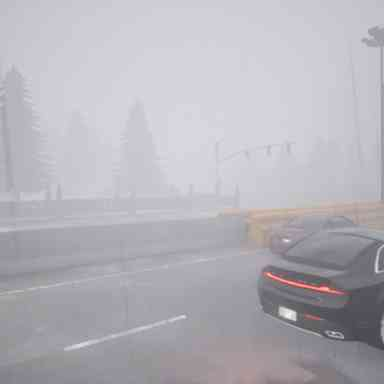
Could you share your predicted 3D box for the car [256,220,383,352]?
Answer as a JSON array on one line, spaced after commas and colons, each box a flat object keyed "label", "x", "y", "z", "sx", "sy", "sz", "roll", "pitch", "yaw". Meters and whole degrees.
[{"label": "car", "x": 3.320, "y": 1.433, "z": 6.118, "sx": 4.892, "sy": 1.490, "sz": 1.837, "roll": -1, "pitch": 1, "yaw": -35}]

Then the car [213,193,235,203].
[{"label": "car", "x": 4.737, "y": 0.966, "z": 50.123, "sx": 2.128, "sy": 1.511, "sz": 4.902, "roll": -1, "pitch": 1, "yaw": -35}]

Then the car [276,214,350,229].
[{"label": "car", "x": 4.526, "y": 1.424, "z": 11.269, "sx": 4.181, "sy": 1.385, "sz": 1.994, "roll": -1, "pitch": 1, "yaw": -35}]
